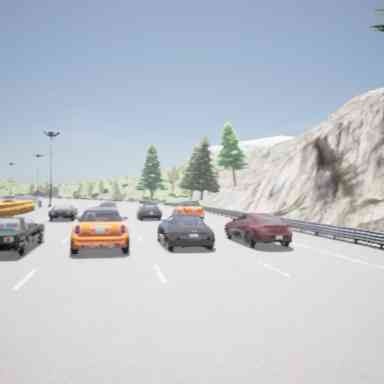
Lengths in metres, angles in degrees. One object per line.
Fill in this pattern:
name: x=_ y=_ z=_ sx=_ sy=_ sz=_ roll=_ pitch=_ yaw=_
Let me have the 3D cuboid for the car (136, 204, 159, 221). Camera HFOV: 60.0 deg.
car: x=-3.800 y=1.741 z=29.446 sx=1.994 sy=1.385 sz=4.181 roll=1 pitch=0 yaw=-13

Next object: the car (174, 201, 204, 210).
car: x=-0.341 y=1.575 z=30.038 sx=2.097 sy=1.767 sz=4.553 roll=1 pitch=-1 yaw=-13

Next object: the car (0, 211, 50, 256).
car: x=-7.140 y=1.609 z=13.060 sx=1.895 sy=1.301 sz=4.718 roll=1 pitch=0 yaw=-13

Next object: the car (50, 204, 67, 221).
car: x=-10.571 y=1.676 z=27.663 sx=1.895 sy=1.301 sz=4.718 roll=1 pitch=0 yaw=-13

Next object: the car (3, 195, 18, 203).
car: x=-32.630 y=1.390 z=59.776 sx=2.097 sy=1.767 sz=4.553 roll=1 pitch=0 yaw=-24

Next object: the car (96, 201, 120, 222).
car: x=-7.210 y=1.634 z=28.658 sx=1.837 sy=1.490 sz=4.892 roll=1 pitch=0 yaw=-13

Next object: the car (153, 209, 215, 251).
car: x=-0.380 y=1.674 z=14.901 sx=1.994 sy=1.385 sz=4.181 roll=1 pitch=0 yaw=-13

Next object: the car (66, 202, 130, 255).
car: x=-3.723 y=1.408 z=13.837 sx=2.097 sy=1.767 sz=4.553 roll=1 pitch=-1 yaw=-13

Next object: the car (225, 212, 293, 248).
car: x=3.022 y=1.685 z=15.729 sx=1.812 sy=1.442 sz=4.674 roll=1 pitch=0 yaw=-13
